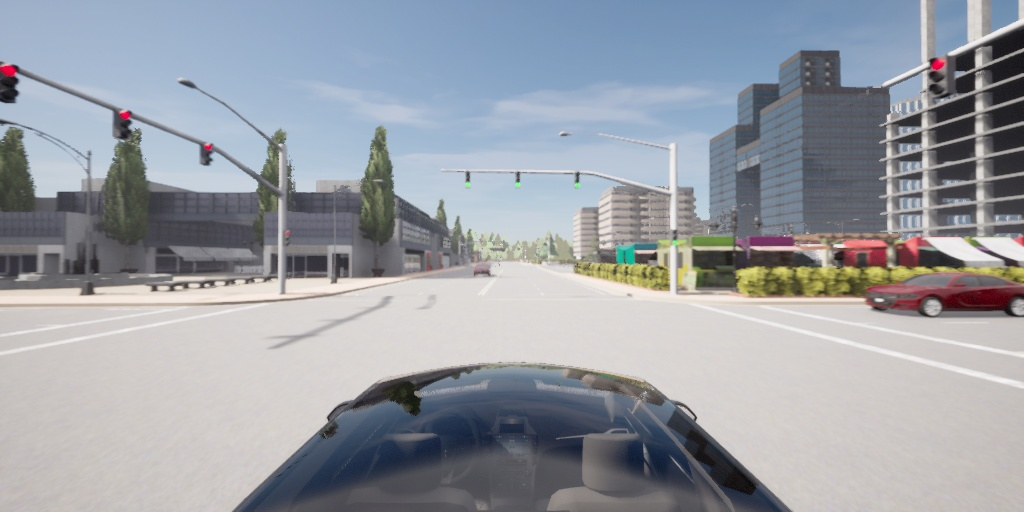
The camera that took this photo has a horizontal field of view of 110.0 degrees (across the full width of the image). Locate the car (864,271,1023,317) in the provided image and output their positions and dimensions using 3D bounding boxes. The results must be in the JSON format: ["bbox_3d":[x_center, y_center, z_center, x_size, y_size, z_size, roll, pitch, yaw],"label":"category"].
[{"bbox_3d":[15.850,1.332,13.116,5.008,1.535,1.882,0,-1,-1],"label":"car"}]

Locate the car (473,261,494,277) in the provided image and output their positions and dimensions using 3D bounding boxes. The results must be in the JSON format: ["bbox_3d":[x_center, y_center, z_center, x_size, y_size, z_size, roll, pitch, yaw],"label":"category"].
[{"bbox_3d":[-3.497,1.609,42.793,1.882,1.535,5.008,0,-1,0],"label":"car"}]
